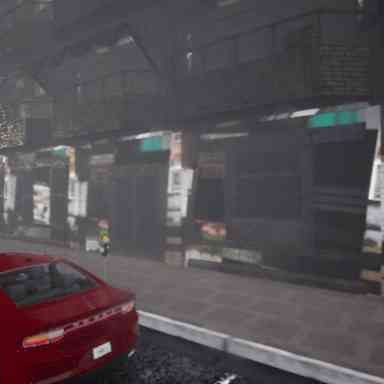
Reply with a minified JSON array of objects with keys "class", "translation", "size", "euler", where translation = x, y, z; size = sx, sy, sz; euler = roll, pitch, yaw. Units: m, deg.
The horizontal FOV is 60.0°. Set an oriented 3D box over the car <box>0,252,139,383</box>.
[{"class":"car","translation":[-2.779,1.569,4.859],"size":[4.507,1.381,1.887],"euler":[0,0,36]}]
